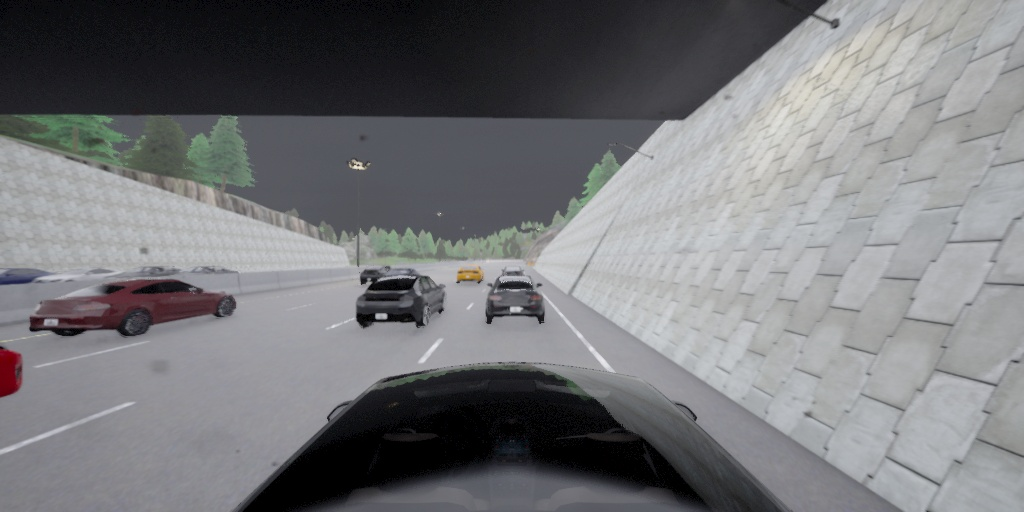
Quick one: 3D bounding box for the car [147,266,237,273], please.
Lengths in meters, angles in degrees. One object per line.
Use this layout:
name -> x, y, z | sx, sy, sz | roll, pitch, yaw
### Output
car -> -21.043, 1.435, 24.328 | 2.128, 1.511, 4.902 | 0, -1, 0

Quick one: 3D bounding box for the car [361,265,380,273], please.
car -> -10.399, 1.478, 28.523 | 1.837, 1.490, 4.892 | 0, 0, 0

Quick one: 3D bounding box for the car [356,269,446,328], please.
car -> -3.398, 1.339, 11.754 | 1.837, 1.490, 4.892 | 0, 0, 0

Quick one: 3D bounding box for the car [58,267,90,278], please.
car -> -28.049, 1.465, 23.630 | 1.812, 1.442, 4.674 | 0, -1, 1

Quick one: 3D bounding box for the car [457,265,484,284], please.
car -> -3.400, 1.460, 30.042 | 1.882, 1.535, 5.008 | 0, 0, 0

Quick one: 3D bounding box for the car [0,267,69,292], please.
car -> -31.559, 1.457, 22.451 | 1.812, 1.442, 4.674 | 0, -1, 1

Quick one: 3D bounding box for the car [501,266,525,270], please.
car -> 0.087, 1.503, 29.523 | 1.812, 1.442, 4.674 | 0, 0, 0

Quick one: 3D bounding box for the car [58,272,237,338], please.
car -> -10.413, 1.351, 10.398 | 1.812, 1.442, 4.674 | 0, 0, 0

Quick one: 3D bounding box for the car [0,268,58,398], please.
car -> -6.899, 0.975, 1.782 | 2.150, 2.045, 5.566 | 0, 0, 0

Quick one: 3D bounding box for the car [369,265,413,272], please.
car -> -6.900, 1.473, 22.932 | 2.033, 1.411, 5.357 | 0, 0, 0

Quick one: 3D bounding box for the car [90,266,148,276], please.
car -> -24.543, 1.436, 24.330 | 2.128, 1.511, 4.902 | 0, -1, 0

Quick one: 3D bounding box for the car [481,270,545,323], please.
car -> 0.100, 1.363, 12.441 | 1.812, 1.442, 4.674 | 0, 0, 0
